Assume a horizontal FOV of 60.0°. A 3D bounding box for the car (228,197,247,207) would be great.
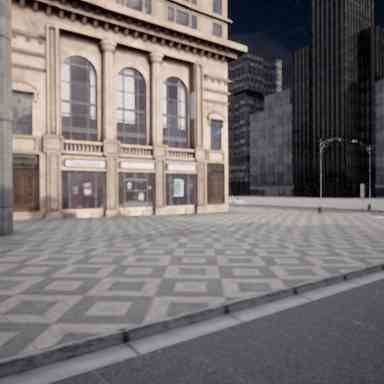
[{"bbox_3d":[5.982,1.442,48.801,1.812,1.442,4.674,-1,0,-34],"label":"car"}]
